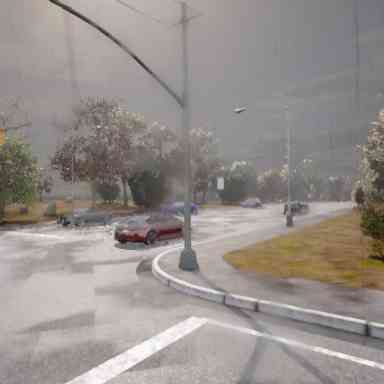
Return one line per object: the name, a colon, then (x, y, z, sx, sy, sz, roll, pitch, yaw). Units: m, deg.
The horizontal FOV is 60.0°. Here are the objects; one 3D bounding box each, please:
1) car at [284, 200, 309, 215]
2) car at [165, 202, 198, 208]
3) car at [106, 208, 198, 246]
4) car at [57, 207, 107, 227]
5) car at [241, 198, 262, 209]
car: (11.450, 1.659, 36.351, 1.837, 1.490, 4.892, -1, -1, 32)
car: (-1.197, 1.805, 36.152, 1.882, 1.535, 5.008, -1, -1, 32)
car: (-1.734, 1.670, 16.023, 1.994, 1.385, 4.181, -1, -1, 34)
car: (-8.123, 1.875, 25.453, 1.994, 1.385, 4.181, -1, -1, 34)
car: (9.527, 1.775, 53.067, 2.097, 1.767, 4.553, -1, -1, 33)
